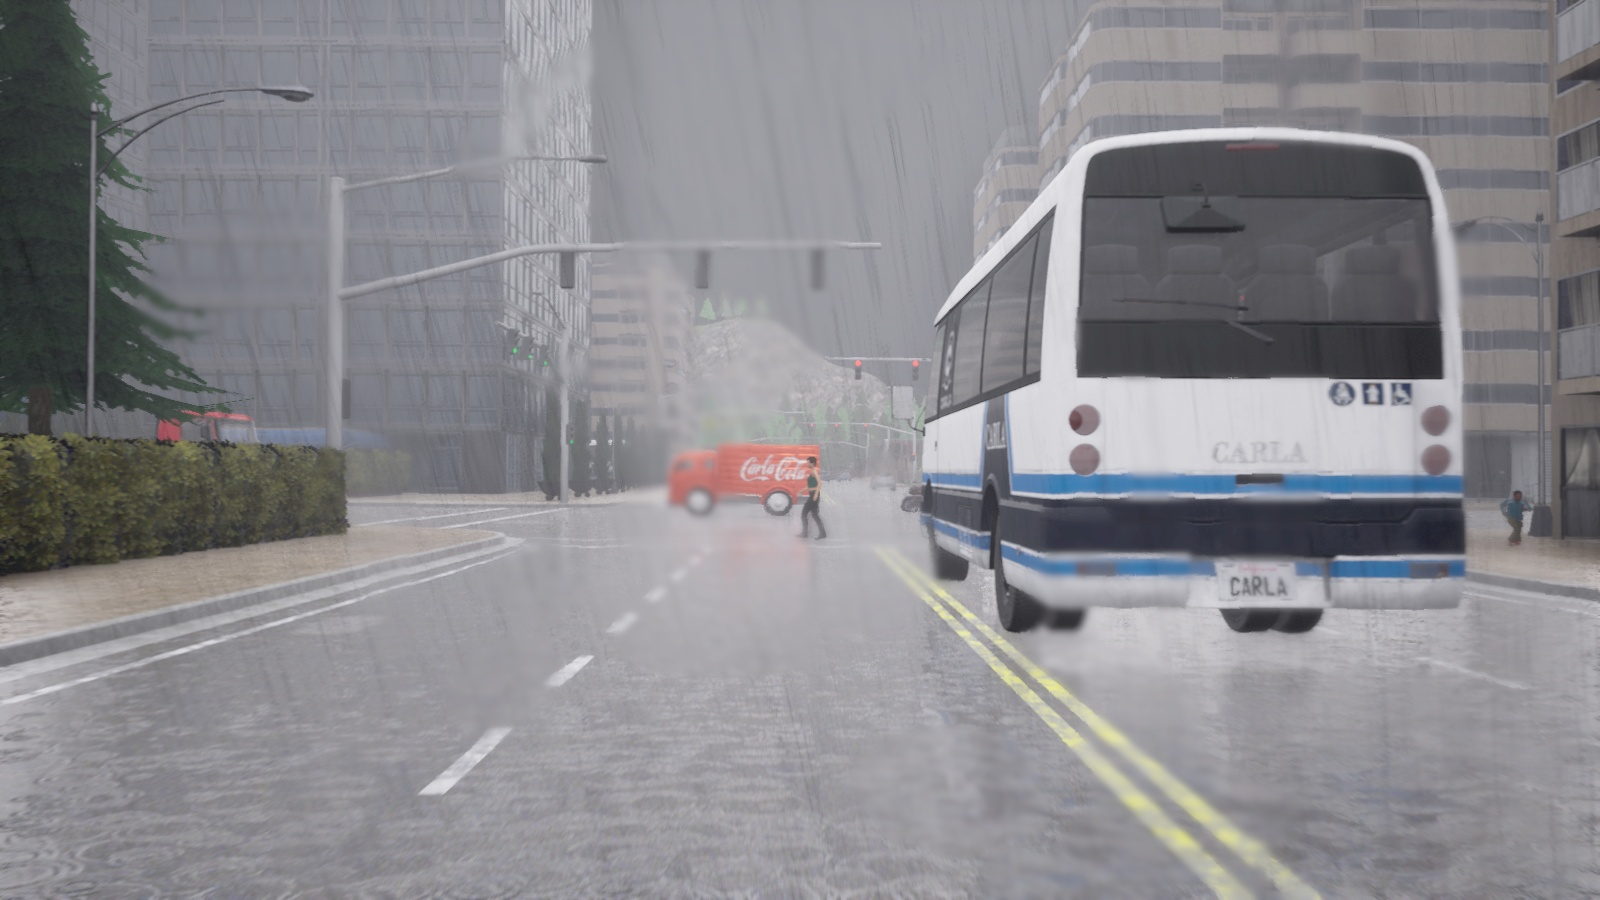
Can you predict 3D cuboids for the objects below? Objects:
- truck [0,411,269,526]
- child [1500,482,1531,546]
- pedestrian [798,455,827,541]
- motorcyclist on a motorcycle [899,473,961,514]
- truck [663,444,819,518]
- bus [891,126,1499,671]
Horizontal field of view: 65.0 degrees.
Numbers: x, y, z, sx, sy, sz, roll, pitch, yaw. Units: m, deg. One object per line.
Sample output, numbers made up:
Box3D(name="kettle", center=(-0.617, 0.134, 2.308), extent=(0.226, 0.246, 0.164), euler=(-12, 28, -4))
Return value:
Box3D(name="truck", center=(-21.319, 0.580, 39.571), extent=(7.936, 3.462, 2.891), euler=(0, -1, -1))
Box3D(name="child", center=(13.488, 1.195, 23.663), extent=(0.343, 1.192, 0.448), euler=(0, -1, 6))
Box3D(name="pedestrian", center=(0.275, 1.038, 27.210), extent=(0.594, 1.836, 0.345), euler=(0, -1, 6))
Box3D(name="motorcyclist on a motorcycle", center=(4.844, 1.615, 46.881), extent=(2.191, 1.530, 0.866), euler=(0, -1, -1))
Box3D(name="truck", center=(-1.995, 1.061, 43.305), extent=(5.204, 2.467, 2.627), euler=(0, -1, -1))
Box3D(name="bus", center=(3.459, -0.325, 14.957), extent=(3.944, 4.253, 10.273), euler=(0, -1, 0))
